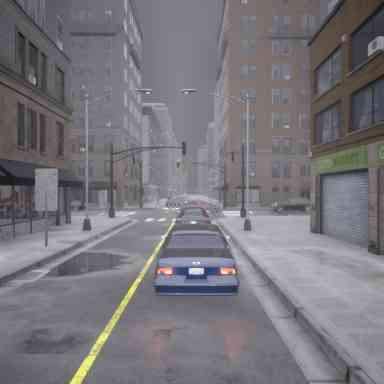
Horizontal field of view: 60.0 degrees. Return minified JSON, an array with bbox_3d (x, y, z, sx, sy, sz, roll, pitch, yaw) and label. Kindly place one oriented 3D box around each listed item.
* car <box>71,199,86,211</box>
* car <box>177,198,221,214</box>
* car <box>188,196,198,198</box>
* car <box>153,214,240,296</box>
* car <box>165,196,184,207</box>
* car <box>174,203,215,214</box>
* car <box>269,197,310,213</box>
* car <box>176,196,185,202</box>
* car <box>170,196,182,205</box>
[{"bbox_3d":[-14.697,1.539,39.283,4.313,1.339,1.947,0,0,0],"label":"car"},{"bbox_3d":[0.850,1.563,33.759,4.181,1.385,1.994,0,0,0],"label":"car"},{"bbox_3d":[0.194,1.527,68.673,1.812,1.442,4.674,0,0,0],"label":"car"},{"bbox_3d":[0.094,1.547,8.807,2.033,1.411,5.357,0,0,0],"label":"car"},{"bbox_3d":[-2.810,1.351,49.838,2.097,1.767,4.553,0,0,1],"label":"car"},{"bbox_3d":[0.086,1.563,19.353,1.994,1.385,4.181,0,0,1],"label":"car"},{"bbox_3d":[10.886,1.353,36.679,4.553,1.767,2.097,0,0,0],"label":"car"},{"bbox_3d":[-2.654,1.599,78.884,1.895,1.301,4.718,0,0,0],"label":"car"},{"bbox_3d":[-2.758,1.526,58.567,1.812,1.442,4.674,0,0,0],"label":"car"}]
